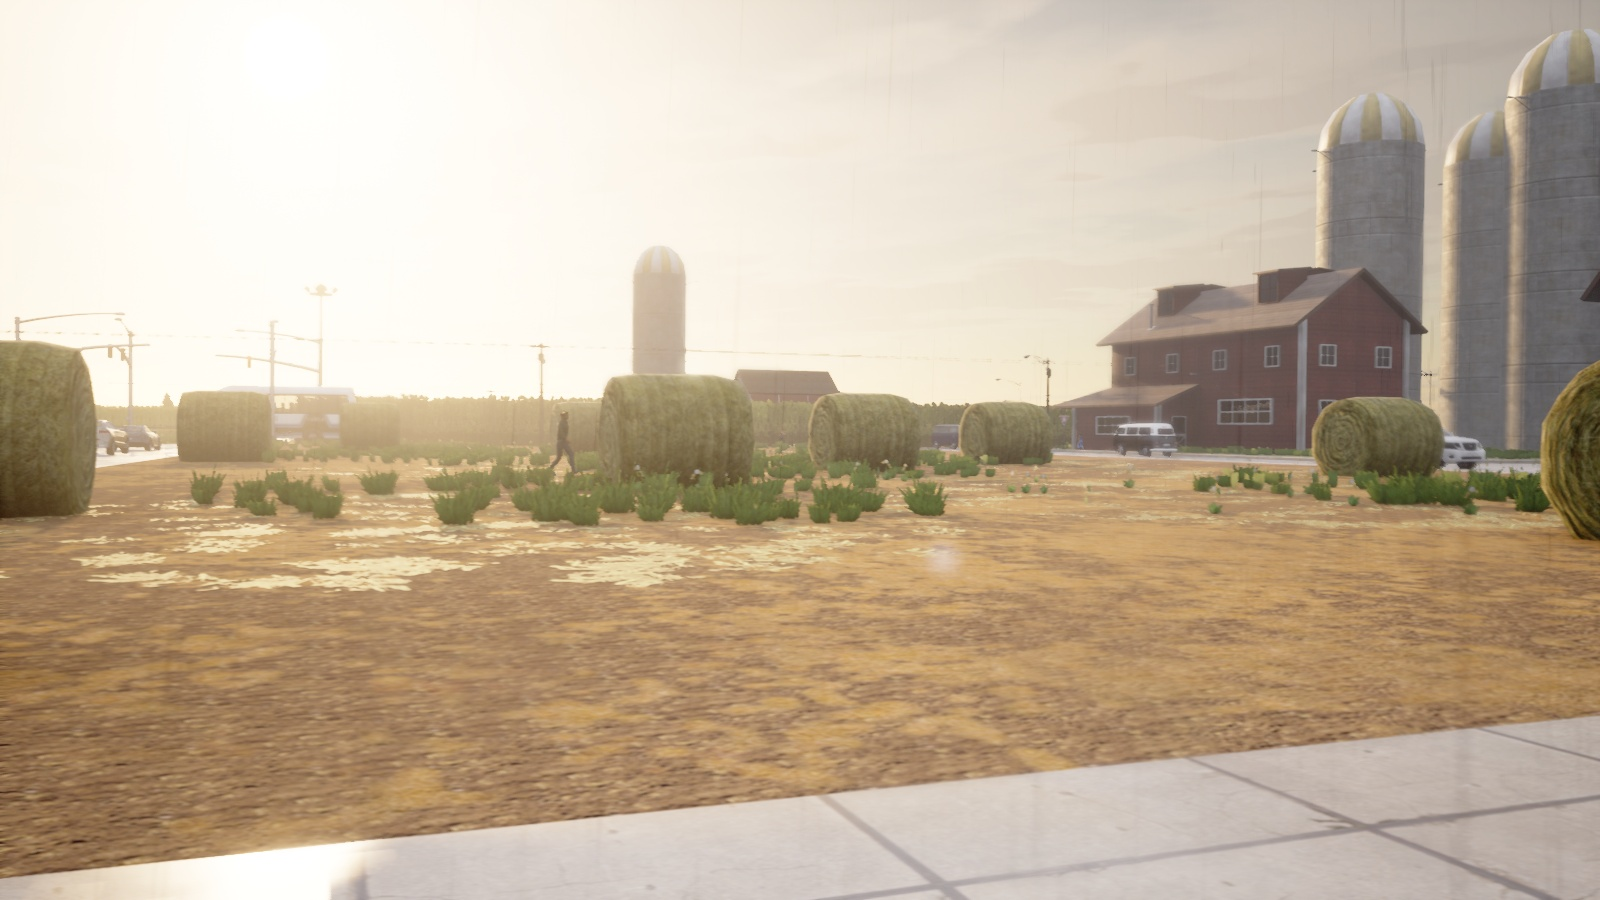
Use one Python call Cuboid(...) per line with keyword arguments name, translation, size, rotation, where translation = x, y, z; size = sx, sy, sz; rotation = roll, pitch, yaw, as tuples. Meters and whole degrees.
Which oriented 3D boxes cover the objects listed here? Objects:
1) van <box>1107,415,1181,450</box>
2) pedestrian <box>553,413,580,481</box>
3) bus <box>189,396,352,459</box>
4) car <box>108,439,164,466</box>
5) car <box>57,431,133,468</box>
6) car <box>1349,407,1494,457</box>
Cuboid(name="van", translation=(21.136, -1.072, 77.310), size=(2.069, 2.038, 4.480), rotation=(-1, 1, -22))
Cuboid(name="pedestrian", translation=(-6.398, -0.080, 34.465), size=(0.614, 1.847, 0.353), rotation=(0, 1, 23))
Cuboid(name="bus", translation=(-37.528, -1.626, 89.585), size=(10.273, 4.253, 3.944), rotation=(-1, 1, -17))
Cuboid(name="car", translation=(-36.184, 0.119, 68.493), size=(1.994, 1.385, 4.181), rotation=(-1, 1, -18))
Cuboid(name="car", translation=(-33.201, -0.049, 59.290), size=(2.152, 1.651, 5.027), rotation=(-1, 1, -18))
Cuboid(name="car", translation=(26.657, -0.770, 54.101), size=(2.150, 2.045, 5.566), rotation=(-2, 1, -22))
